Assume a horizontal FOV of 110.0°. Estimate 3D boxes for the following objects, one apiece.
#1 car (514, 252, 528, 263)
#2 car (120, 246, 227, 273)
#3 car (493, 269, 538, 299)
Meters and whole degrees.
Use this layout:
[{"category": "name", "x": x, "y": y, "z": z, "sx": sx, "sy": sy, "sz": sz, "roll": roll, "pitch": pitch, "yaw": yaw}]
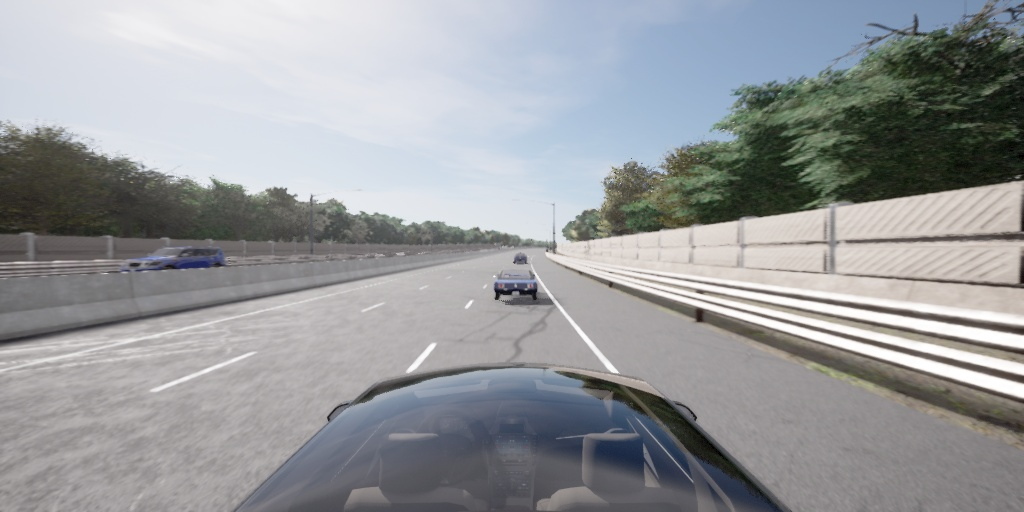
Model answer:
[{"category": "car", "x": 1.406, "y": 0.223, "z": 57.656, "sx": 2.097, "sy": 1.767, "sz": 4.553, "roll": 0, "pitch": 1, "yaw": 3}, {"category": "car", "x": -20.836, "y": 0.404, "z": 22.502, "sx": 2.150, "sy": 2.045, "sz": 5.566, "roll": 0, "pitch": 1, "yaw": 1}, {"category": "car", "x": 0.187, "y": 1.238, "z": 17.061, "sx": 1.895, "sy": 1.301, "sz": 4.718, "roll": 0, "pitch": 1, "yaw": 1}]
